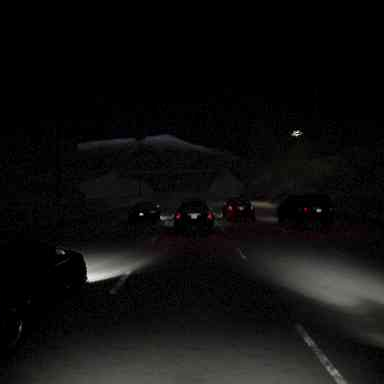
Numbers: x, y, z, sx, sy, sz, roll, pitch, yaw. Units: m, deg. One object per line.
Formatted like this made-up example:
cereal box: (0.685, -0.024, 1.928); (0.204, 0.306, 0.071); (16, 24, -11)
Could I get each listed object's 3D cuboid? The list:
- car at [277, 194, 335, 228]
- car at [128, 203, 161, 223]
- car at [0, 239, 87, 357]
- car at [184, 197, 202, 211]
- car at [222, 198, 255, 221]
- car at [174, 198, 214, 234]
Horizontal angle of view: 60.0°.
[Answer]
car: (7.104, 1.125, 21.291); (2.150, 2.045, 5.566); (0, 0, 0)
car: (-3.395, 1.454, 24.283); (1.994, 1.385, 4.181); (0, 0, 0)
car: (-3.399, 1.536, 5.993); (1.994, 1.385, 4.181); (0, 0, 0)
car: (0.108, 1.369, 39.588); (2.033, 1.411, 5.357); (0, 0, 0)
car: (3.606, 1.233, 26.408); (2.097, 1.767, 4.553); (0, 0, 0)
car: (0.104, 1.267, 18.901); (2.097, 1.767, 4.553); (0, 0, 0)
